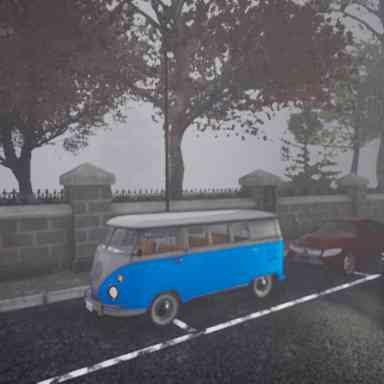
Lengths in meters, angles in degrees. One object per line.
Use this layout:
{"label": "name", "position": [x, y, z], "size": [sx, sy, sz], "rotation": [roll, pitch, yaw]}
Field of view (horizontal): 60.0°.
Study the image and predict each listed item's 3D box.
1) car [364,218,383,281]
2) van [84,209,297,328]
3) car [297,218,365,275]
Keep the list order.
{"label": "car", "position": [6.399, 1.335, 7.933], "size": [5.008, 1.535, 1.882], "rotation": [-1, 1, -35]}
{"label": "van", "position": [0.046, 1.285, 6.588], "size": [3.998, 1.788, 1.690], "rotation": [-1, 1, -35]}
{"label": "car", "position": [4.635, 1.444, 9.857], "size": [4.206, 1.307, 1.802], "rotation": [-1, 0, -35]}
